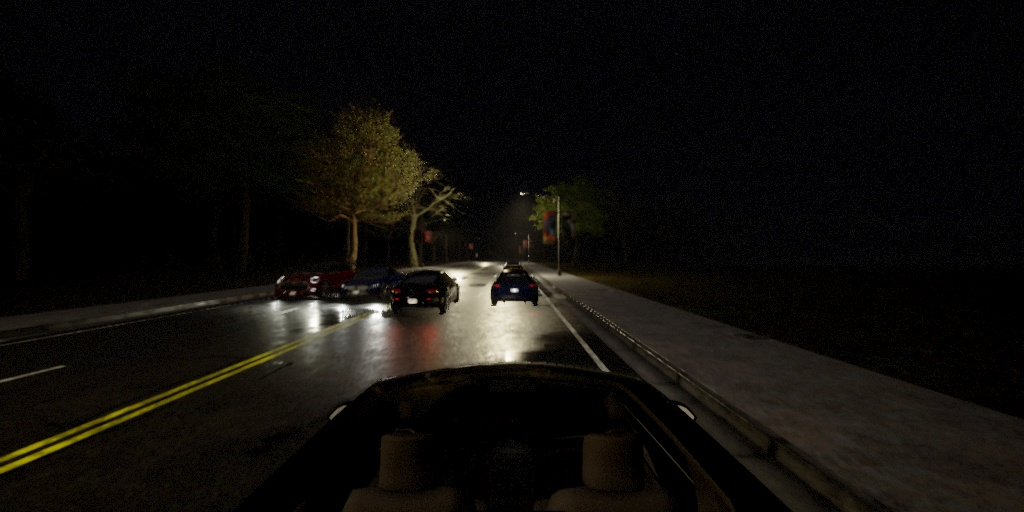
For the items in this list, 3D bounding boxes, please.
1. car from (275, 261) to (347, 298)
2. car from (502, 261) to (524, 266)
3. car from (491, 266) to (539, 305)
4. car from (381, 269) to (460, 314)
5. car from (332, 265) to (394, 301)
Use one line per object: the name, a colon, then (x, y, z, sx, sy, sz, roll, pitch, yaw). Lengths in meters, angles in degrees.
car: (-9.831, 1.088, 18.339, 2.097, 1.767, 4.553, 0, 0, 0)
car: (0.096, 1.233, 33.855, 1.837, 1.490, 4.892, 0, 0, 0)
car: (0.099, 1.302, 15.981, 1.994, 1.385, 4.181, 0, 0, 0)
car: (-3.165, 1.266, 13.677, 1.812, 1.442, 4.674, 0, 0, 0)
car: (-6.586, 1.263, 17.492, 1.812, 1.442, 4.674, 0, 0, 0)
